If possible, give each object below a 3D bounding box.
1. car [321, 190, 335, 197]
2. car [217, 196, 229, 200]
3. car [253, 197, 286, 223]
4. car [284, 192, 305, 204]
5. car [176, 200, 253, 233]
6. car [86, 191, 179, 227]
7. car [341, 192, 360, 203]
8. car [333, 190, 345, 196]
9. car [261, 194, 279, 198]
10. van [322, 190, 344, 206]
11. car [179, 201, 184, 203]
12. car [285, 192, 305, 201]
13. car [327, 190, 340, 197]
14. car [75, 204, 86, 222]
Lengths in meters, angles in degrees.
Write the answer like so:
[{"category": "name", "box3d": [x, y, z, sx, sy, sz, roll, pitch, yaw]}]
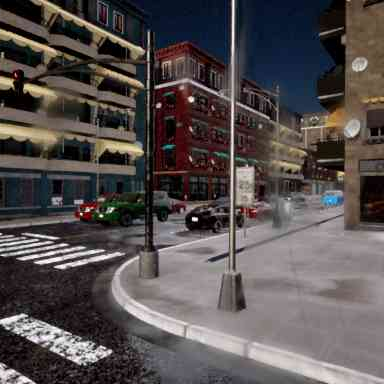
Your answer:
[{"category": "car", "box3d": [29.814, 0.378, 72.964, 1.887, 1.381, 4.507, 2, 2, 35]}, {"category": "car", "box3d": [3.318, 1.116, 30.904, 2.033, 1.411, 5.357, 1, 1, 34]}, {"category": "car", "box3d": [4.549, 1.283, 22.572, 1.802, 1.307, 4.206, 2, 2, 35]}, {"category": "car", "box3d": [14.229, 0.789, 46.247, 2.128, 1.511, 4.902, 1, 1, 36]}, {"category": "car", "box3d": [1.340, 1.348, 18.019, 1.947, 1.339, 4.313, 2, 2, 35]}, {"category": "car", "box3d": [-3.563, 0.963, 21.130, 2.150, 2.045, 5.566, 1, 1, 35]}, {"category": "car", "box3d": [23.804, 0.763, 49.890, 1.887, 1.381, 4.507, 2, 2, 35]}, {"category": "car", "box3d": [36.232, 0.255, 82.071, 1.802, 1.307, 4.206, 2, 2, 35]}, {"category": "car", "box3d": [10.559, 0.880, 45.644, 1.947, 1.339, 4.313, 2, 2, 35]}, {"category": "van", "box3d": [17.388, 0.721, 40.781, 1.690, 1.788, 3.998, 2, 2, 35]}, {"category": "car", "box3d": [-2.278, 1.180, 27.431, 1.887, 1.381, 4.507, 2, 2, 35]}, {"category": "car", "box3d": [16.977, 0.719, 54.751, 1.947, 1.339, 4.313, 2, 2, 35]}, {"category": "car", "box3d": [33.023, 0.335, 77.517, 1.802, 1.307, 4.206, 2, 2, 35]}, {"category": "car", "box3d": [-5.485, 1.031, 22.872, 2.192, 1.841, 5.009, 2, 2, 35]}]
